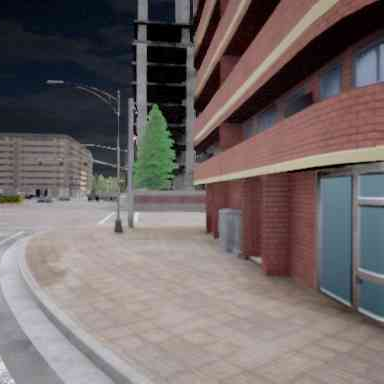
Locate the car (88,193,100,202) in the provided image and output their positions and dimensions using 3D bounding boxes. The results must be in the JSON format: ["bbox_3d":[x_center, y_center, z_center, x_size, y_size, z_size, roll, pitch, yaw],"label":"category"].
[{"bbox_3d":[-23.730,1.248,80.131,2.150,2.045,5.566,0,0,-8],"label":"car"}]

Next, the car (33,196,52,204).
[{"bbox_3d":[-28.534,1.538,64.402,1.994,1.385,4.181,0,0,-8],"label":"car"}]

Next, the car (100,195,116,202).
[{"bbox_3d":[-20.321,1.565,81.006,2.128,1.511,4.902,0,0,-8],"label":"car"}]

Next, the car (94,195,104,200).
[{"bbox_3d":[-25.252,1.424,90.674,1.994,1.385,4.181,0,0,-8],"label":"car"}]

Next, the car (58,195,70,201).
[{"bbox_3d":[-30.783,1.498,79.992,1.837,1.490,4.892,0,0,-8],"label":"car"}]
